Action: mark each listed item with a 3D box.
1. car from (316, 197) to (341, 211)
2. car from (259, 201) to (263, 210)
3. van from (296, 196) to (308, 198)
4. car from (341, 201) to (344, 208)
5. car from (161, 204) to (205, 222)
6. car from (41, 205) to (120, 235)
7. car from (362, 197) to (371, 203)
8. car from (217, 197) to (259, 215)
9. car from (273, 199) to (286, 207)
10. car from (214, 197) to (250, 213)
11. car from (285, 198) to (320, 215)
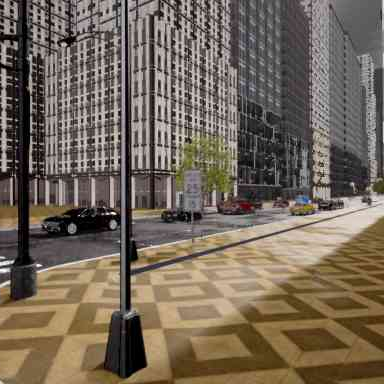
[{"bbox_3d":[18.281,1.751,44.870,1.947,1.339,4.313,0,0,35],"label":"car"},{"bbox_3d":[8.147,1.764,44.924,1.947,1.339,4.313,0,0,35],"label":"car"},{"bbox_3d":[21.061,1.606,63.705,1.690,1.788,3.998,0,0,35],"label":"van"},{"bbox_3d":[21.509,1.753,49.564,2.008,1.369,4.403,0,0,35],"label":"car"},{"bbox_3d":[-0.674,1.679,27.512,1.994,1.385,4.181,0,0,35],"label":"car"},{"bbox_3d":[-6.273,1.577,19.387,1.837,1.490,4.892,0,0,35],"label":"car"},{"bbox_3d":[40.880,1.850,77.730,1.947,1.339,4.313,0,0,35],"label":"car"},{"bbox_3d":[4.988,1.508,35.731,2.097,1.767,4.553,0,0,34],"label":"car"},{"bbox_3d":[14.604,1.816,54.312,1.802,1.307,4.206,0,0,35],"label":"car"},{"bbox_3d":[4.918,1.494,40.233,2.192,1.841,5.009,-1,-1,35],"label":"car"},{"bbox_3d":[11.920,1.673,35.622,1.752,1.417,4.829,0,0,35],"label":"car"}]
